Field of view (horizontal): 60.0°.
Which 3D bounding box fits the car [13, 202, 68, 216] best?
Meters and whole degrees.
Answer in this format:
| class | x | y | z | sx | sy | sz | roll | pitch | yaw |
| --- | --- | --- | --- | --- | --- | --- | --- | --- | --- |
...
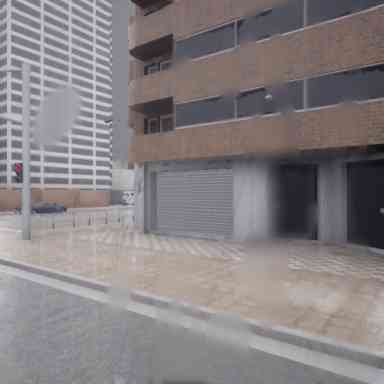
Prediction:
| class | x | y | z | sx | sy | sz | roll | pitch | yaw |
| --- | --- | --- | --- | --- | --- | --- | --- | --- | --- |
| car | -14.665 | 1.600 | 32.314 | 1.895 | 1.301 | 4.718 | 0 | 0 | 36 |
